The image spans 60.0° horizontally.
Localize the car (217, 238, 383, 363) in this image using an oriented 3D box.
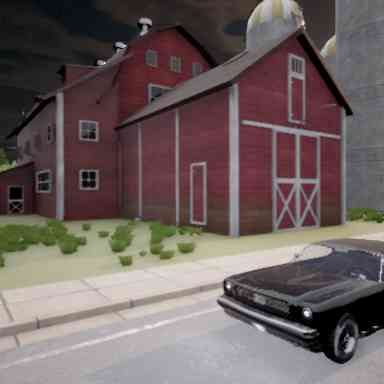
[{"bbox_3d":[2.745,1.575,5.942,4.718,1.301,1.895,0,0,-35],"label":"car"}]
